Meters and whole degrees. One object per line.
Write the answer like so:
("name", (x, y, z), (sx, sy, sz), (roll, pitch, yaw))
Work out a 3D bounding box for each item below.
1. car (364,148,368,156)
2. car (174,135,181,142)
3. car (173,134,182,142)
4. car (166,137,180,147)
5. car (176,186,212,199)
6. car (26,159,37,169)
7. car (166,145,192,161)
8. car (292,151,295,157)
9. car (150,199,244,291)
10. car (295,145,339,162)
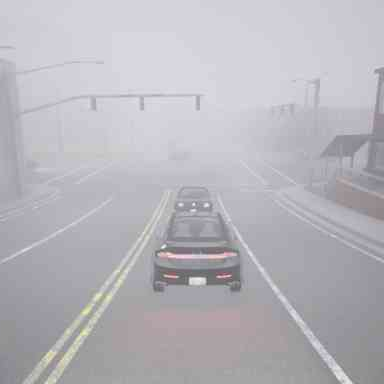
("car", (26.311, -5.608, 44.855), (5.566, 2.045, 2.150), (0, 12, 0))
("car", (-3.475, -10.617, 69.174), (1.994, 1.385, 4.181), (0, 12, 0))
("car", (-3.471, -12.833, 79.005), (1.837, 1.490, 4.892), (0, 12, 0))
("car", (-3.548, -8.505, 59.351), (1.837, 1.490, 4.892), (0, 12, 0))
("car", (0.091, 0.329, 18.038), (1.895, 1.301, 4.718), (0, 8, 0))
("car", (-18.470, -3.007, 34.640), (4.181, 1.385, 1.994), (0, 12, 0))
("car", (-1.515, -4.847, 42.998), (1.994, 1.385, 4.181), (5, 13, 20))
("car", (15.985, -5.488, 44.920), (4.553, 1.767, 2.097), (0, 12, 0))
("car", (0.102, 1.221, 8.333), (2.128, 1.511, 4.902), (0, 4, 0))
("car", (15.817, -4.736, 41.502), (4.553, 1.767, 2.097), (0, 12, 0))
